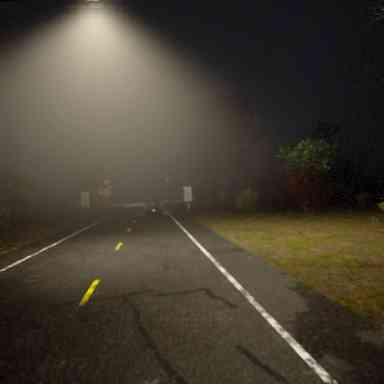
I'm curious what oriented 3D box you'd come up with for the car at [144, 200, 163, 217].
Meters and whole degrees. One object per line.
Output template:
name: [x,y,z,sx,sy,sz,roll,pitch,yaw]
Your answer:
car: [-4.289,1.929,37.063,1.994,1.385,4.181,-3,0,-7]
